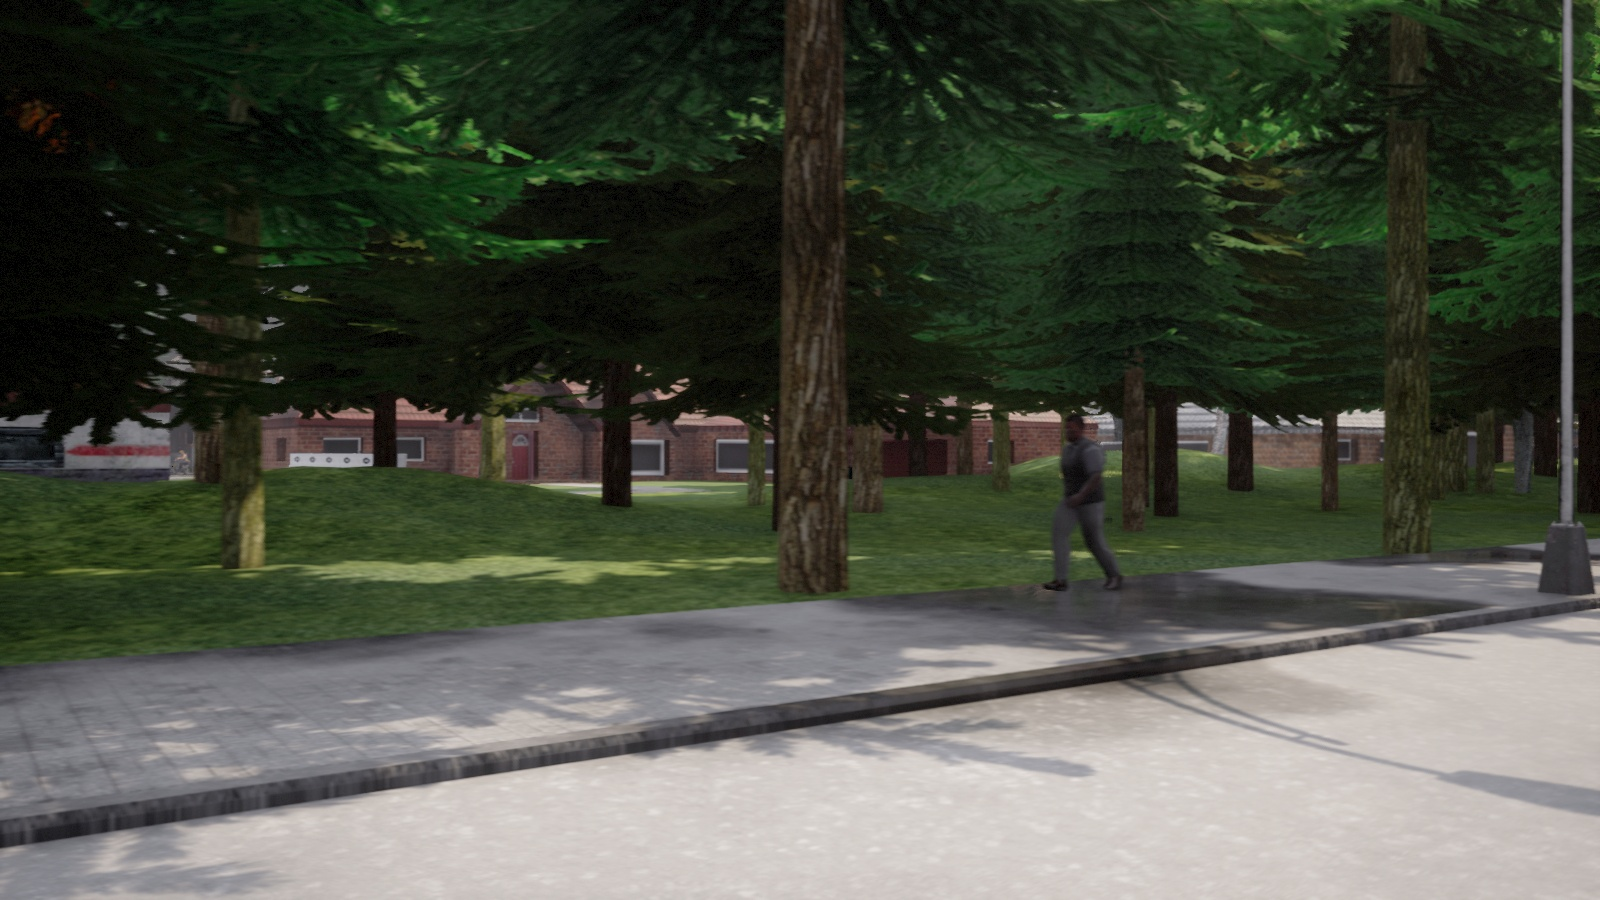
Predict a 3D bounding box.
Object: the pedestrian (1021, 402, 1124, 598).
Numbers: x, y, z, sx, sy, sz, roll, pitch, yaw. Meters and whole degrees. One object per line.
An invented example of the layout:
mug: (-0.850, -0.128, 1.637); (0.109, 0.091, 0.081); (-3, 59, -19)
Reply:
pedestrian: (2.727, 0.484, 12.555); (0.849, 1.883, 0.563); (0, 0, -31)

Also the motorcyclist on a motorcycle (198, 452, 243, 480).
motorcyclist on a motorcycle: (-34.770, 0.960, 75.316); (2.350, 1.649, 0.766); (0, 0, -35)
